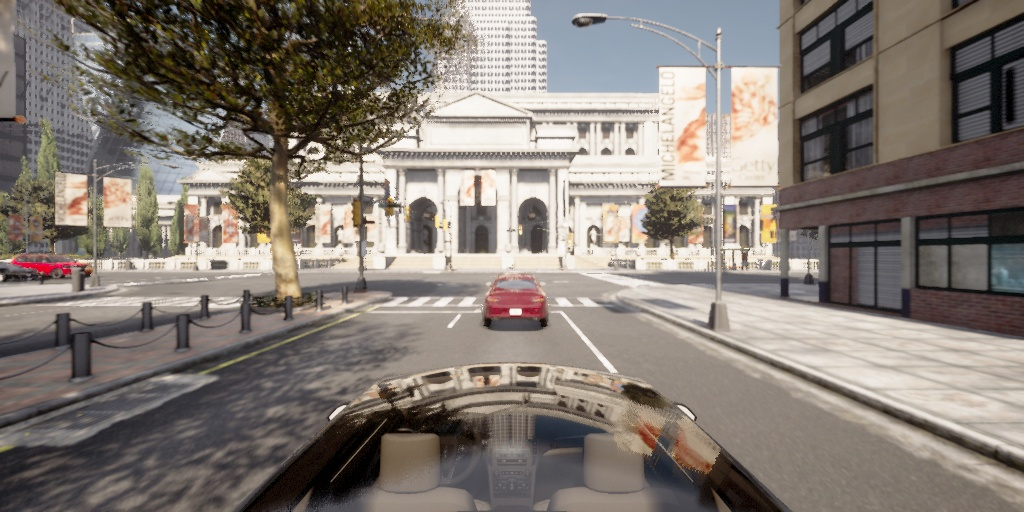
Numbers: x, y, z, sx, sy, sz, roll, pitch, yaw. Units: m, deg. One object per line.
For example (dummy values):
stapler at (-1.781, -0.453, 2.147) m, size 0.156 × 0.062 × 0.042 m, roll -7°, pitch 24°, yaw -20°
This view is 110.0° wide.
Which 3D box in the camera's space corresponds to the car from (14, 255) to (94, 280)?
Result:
car at (-39.574, 0.931, 30.854) m, size 5.566 × 2.045 × 2.150 m, roll 0°, pitch 0°, yaw 0°

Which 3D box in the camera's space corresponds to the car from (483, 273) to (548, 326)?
car at (0.119, 1.263, 11.502) m, size 1.812 × 1.442 × 4.674 m, roll 0°, pitch 0°, yaw 1°

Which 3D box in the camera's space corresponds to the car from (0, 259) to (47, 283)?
car at (-39.378, 1.192, 27.352) m, size 5.008 × 1.535 × 1.882 m, roll 0°, pitch 0°, yaw 0°
